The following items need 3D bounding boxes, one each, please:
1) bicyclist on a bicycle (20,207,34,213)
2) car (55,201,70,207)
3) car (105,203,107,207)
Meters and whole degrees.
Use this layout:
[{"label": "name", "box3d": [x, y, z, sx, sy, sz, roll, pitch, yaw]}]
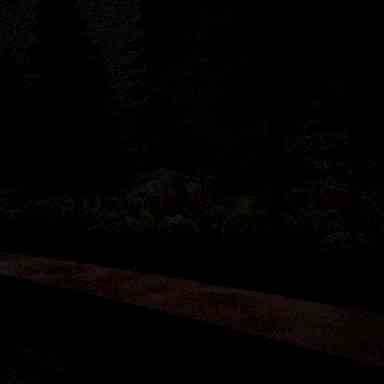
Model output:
[{"label": "bicyclist on a bicycle", "box3d": [-18.164, 1.497, 36.284, 1.656, 1.620, 0.582, 1, -7, 31]}, {"label": "car", "box3d": [-20.037, 1.892, 47.956, 1.895, 1.301, 4.718, -1, 0, 31]}, {"label": "car", "box3d": [-11.961, 2.049, 54.085, 4.718, 1.301, 1.895, -1, 0, -39]}]
